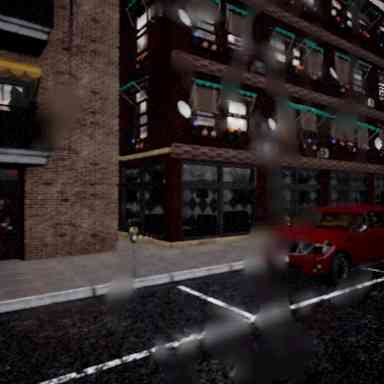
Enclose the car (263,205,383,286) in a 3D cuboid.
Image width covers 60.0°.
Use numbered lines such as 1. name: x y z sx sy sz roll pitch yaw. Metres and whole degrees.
1. car: 4.309 1.321 9.620 5.009 1.841 2.192 0 0 -35
